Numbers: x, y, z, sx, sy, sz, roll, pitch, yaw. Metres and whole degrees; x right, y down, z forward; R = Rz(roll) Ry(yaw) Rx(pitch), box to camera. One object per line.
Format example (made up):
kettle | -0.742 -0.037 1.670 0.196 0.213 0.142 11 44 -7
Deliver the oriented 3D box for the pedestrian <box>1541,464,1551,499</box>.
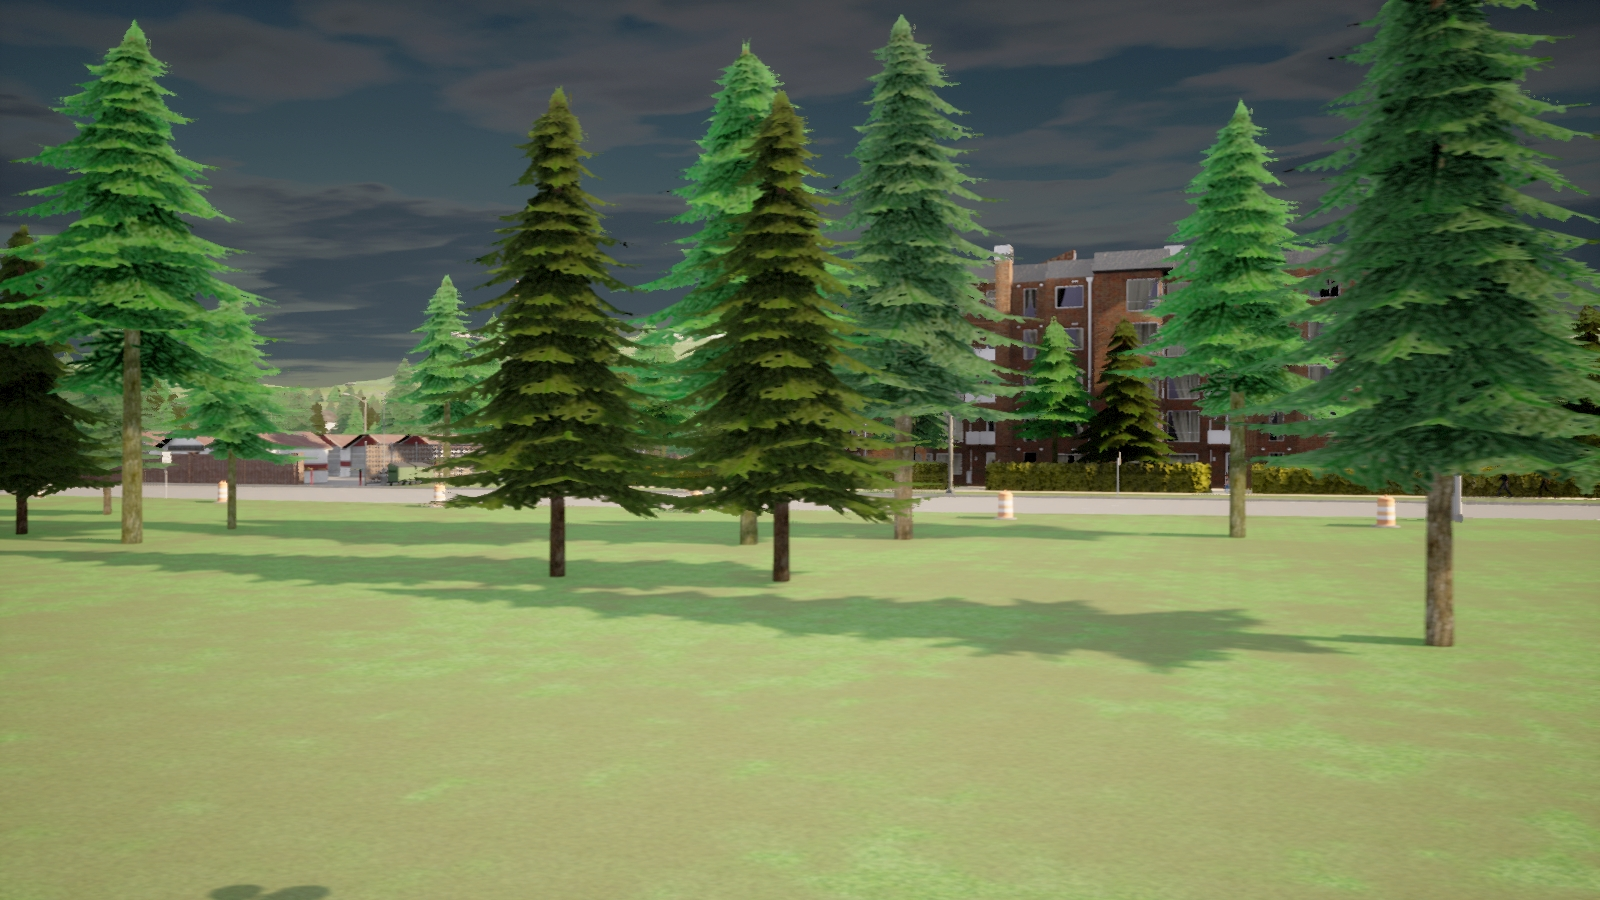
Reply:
pedestrian | 40.475 1.697 61.989 0.375 1.860 0.375 0 0 20

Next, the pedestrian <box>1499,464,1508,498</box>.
pedestrian | 38.596 1.697 62.691 0.375 1.860 0.375 0 0 23

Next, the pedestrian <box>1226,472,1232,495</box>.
pedestrian | 25.372 1.977 67.579 0.375 1.300 0.375 0 0 19
